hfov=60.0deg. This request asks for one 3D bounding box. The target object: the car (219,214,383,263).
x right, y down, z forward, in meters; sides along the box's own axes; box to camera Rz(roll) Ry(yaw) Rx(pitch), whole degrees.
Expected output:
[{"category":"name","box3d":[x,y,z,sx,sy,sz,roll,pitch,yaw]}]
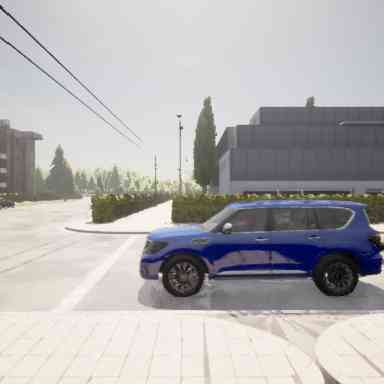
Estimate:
[{"category":"car","box3d":[3.697,1.547,11.607,5.357,1.411,2.033,0,0,-1]}]

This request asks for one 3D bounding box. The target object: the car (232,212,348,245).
[{"category":"car","box3d":[4.302,1.601,15.112,4.718,1.301,1.895,0,0,-1]}]

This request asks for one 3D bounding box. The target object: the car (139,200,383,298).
[{"category":"car","box3d":[1.557,1.221,8.086,5.566,2.045,2.150,0,0,-1]}]

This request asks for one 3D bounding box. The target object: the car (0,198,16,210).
[{"category":"car","box3d":[-24.669,1.492,42.893,2.128,1.511,4.902,0,0,0]}]
